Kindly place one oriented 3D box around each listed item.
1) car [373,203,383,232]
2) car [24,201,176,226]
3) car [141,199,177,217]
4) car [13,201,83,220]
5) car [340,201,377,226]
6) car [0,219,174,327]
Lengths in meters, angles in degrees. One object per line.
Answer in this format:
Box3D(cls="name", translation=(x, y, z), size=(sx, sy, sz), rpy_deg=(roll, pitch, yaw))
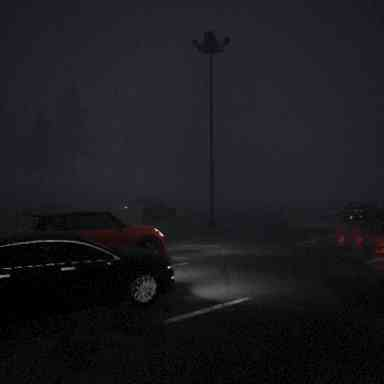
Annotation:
Box3D(cls="car", translation=(11.780, 1.434, 17.929), size=(4.674, 1.442, 1.812), rpy_deg=(0, 0, -42))
Box3D(cls="car", translation=(-3.047, 1.343, 10.350), size=(4.553, 1.767, 2.097), rpy_deg=(0, 0, -37))
Box3D(cls="car", translation=(-3.204, 1.488, 23.773), size=(4.674, 1.442, 1.812), rpy_deg=(0, 0, -39))
Box3D(cls="car", translation=(-12.725, 1.540, 29.580), size=(5.357, 1.411, 2.033), rpy_deg=(0, 0, -38))
Box3D(cls="car", translation=(11.938, 1.389, 22.785), size=(4.902, 1.511, 2.128), rpy_deg=(0, 0, -42))
Box3D(cls="car", translation=(-2.634, 1.503, 6.280), size=(4.892, 1.490, 1.837), rpy_deg=(0, 0, -36))
